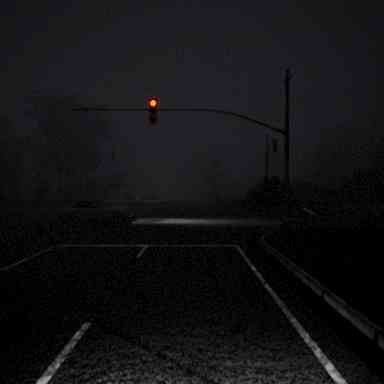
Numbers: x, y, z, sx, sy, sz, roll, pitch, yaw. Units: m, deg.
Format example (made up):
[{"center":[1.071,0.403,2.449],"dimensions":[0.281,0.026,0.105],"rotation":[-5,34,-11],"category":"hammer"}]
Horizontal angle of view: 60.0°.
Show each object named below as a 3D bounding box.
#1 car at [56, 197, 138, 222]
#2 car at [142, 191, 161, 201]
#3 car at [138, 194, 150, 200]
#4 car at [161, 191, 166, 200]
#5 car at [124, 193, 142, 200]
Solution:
[{"center":[-6.137,1.205,21.628],"dimensions":[4.718,1.301,1.895],"rotation":[0,2,4],"category":"car"},{"center":[-7.151,0.838,58.755],"dimensions":[1.994,1.385,4.181],"rotation":[0,-1,0],"category":"car"},{"center":[-10.600,1.230,73.842],"dimensions":[1.895,1.301,4.718],"rotation":[0,-1,0],"category":"car"},{"center":[-7.100,0.868,73.950],"dimensions":[2.150,2.045,5.566],"rotation":[0,-1,0],"category":"car"},{"center":[-10.649,0.818,58.580],"dimensions":[2.033,1.411,5.357],"rotation":[0,-1,0],"category":"car"}]
